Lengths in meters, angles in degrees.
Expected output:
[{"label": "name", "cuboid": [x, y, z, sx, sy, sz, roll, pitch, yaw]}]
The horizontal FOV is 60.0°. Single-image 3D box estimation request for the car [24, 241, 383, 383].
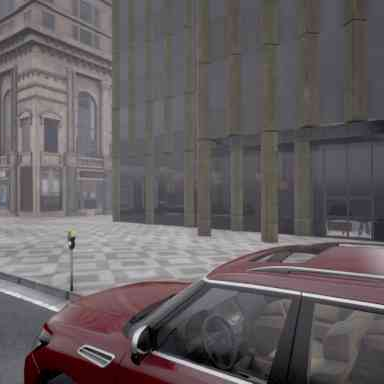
[{"label": "car", "cuboid": [0.897, 1.315, 2.333, 5.009, 1.841, 2.192, 0, 0, 36]}]
